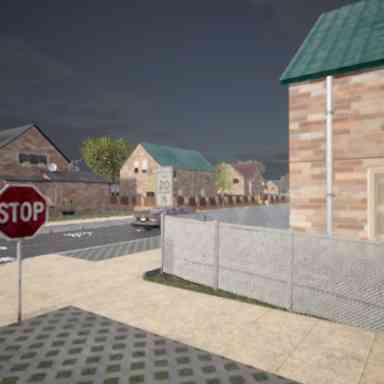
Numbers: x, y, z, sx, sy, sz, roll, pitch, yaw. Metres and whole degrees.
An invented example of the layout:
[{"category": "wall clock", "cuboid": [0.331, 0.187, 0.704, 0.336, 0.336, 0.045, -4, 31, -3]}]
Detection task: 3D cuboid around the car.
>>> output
[{"category": "car", "cuboid": [-0.964, 1.410, 18.630, 2.033, 1.411, 5.357, 0, 0, 36]}]
